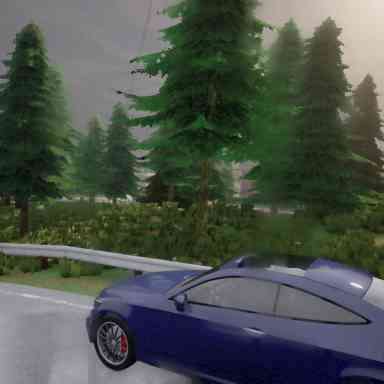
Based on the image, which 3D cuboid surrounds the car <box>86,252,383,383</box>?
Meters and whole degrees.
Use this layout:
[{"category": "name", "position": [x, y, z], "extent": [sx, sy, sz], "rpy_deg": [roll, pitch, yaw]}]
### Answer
[{"category": "car", "position": [0.805, 1.499, 4.066], "extent": [4.674, 1.442, 1.812], "rpy_deg": [1, 1, 31]}]
